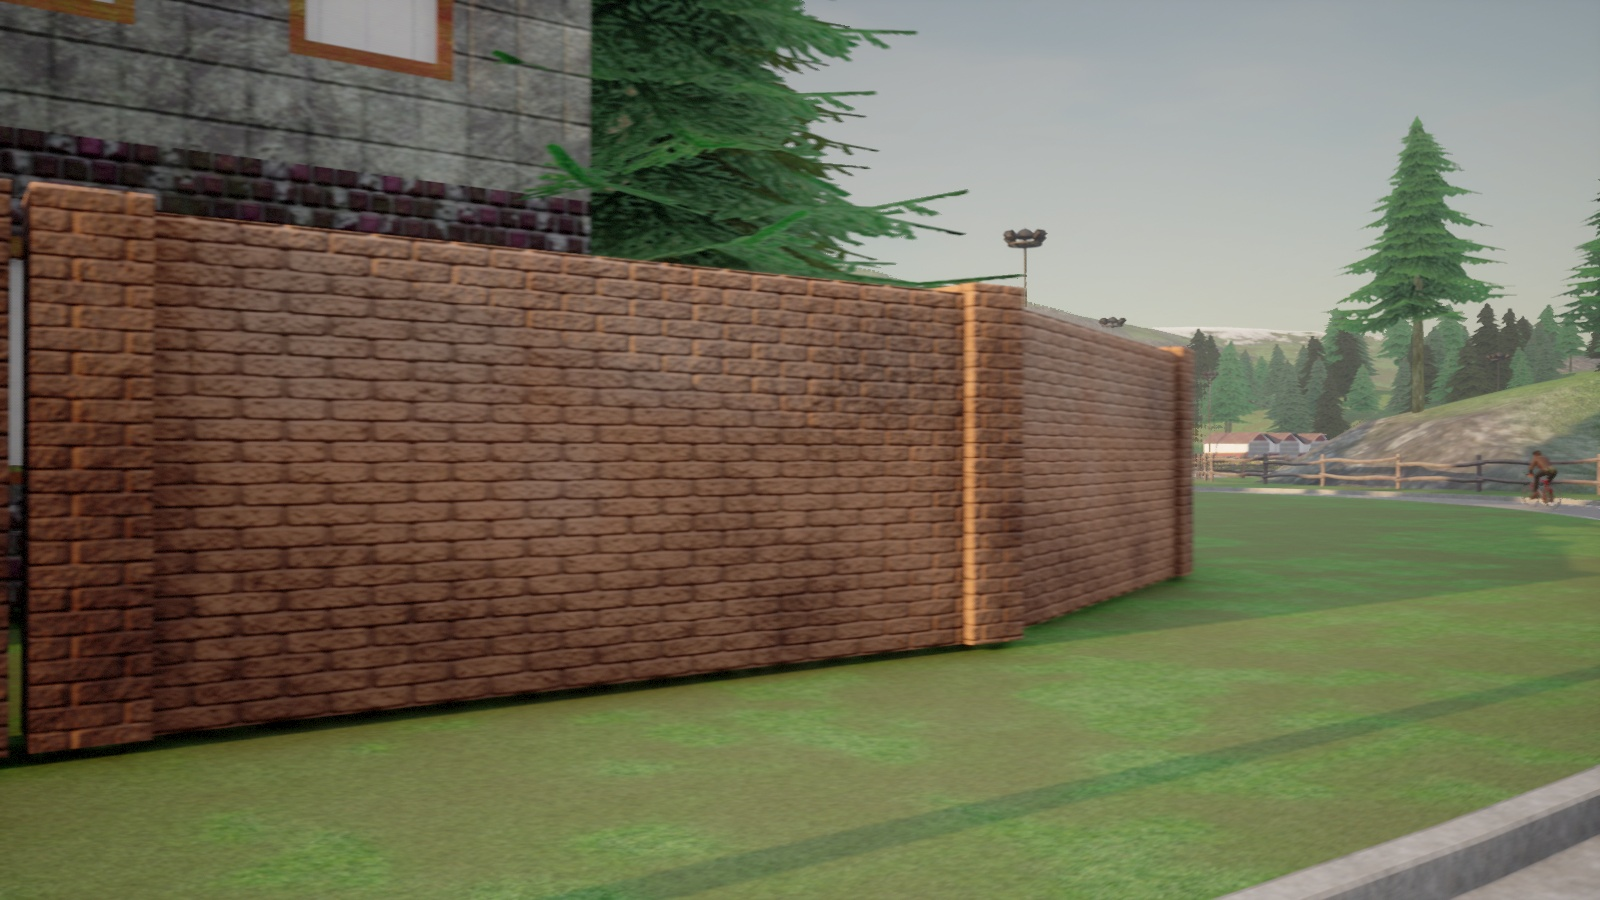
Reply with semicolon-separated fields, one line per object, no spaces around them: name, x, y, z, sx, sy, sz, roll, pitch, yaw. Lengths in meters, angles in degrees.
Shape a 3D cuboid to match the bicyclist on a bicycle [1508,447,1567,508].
bicyclist on a bicycle;20.286;0.740;34.571;0.582;1.620;1.656;-1;0;-2
